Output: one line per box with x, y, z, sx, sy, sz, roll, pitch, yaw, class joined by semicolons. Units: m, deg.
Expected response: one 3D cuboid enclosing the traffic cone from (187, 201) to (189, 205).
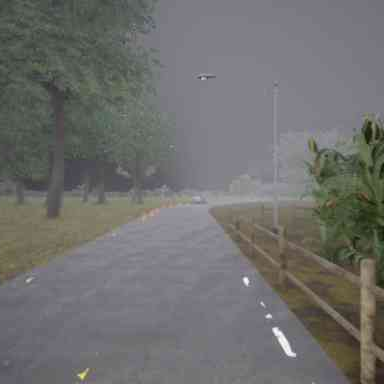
-0.599;1.874;57.269;0.340;0.580;0.340;0;0;19;traffic cone

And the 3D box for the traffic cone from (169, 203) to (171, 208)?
-3.072;1.906;47.170;0.340;0.580;0.340;0;0;9;traffic cone

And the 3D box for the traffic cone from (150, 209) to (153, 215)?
-3.851;1.945;31.820;0.340;0.580;0.340;0;0;0;traffic cone

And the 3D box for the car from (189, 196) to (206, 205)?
0.979;1.443;55.265;1.812;1.442;4.674;0;0;18;car
